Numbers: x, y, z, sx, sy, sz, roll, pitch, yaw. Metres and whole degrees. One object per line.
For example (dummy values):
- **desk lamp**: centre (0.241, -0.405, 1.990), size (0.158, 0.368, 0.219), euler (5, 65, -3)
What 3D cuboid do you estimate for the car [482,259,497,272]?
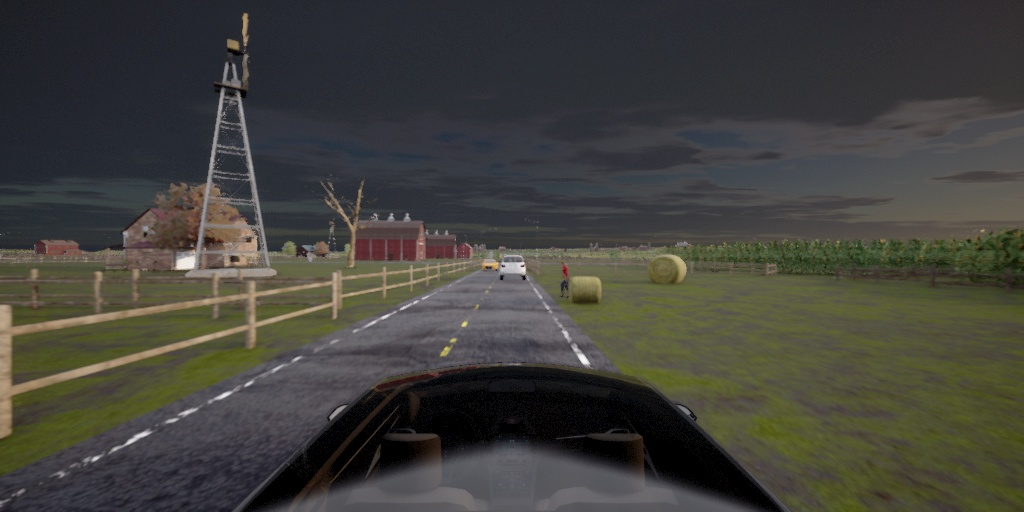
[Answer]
- **car**: centre (-2.839, 1.183, 46.545), size (1.882, 1.535, 5.008), euler (0, 0, 0)

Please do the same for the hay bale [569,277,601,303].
- **hay bale**: centre (3.120, 1.388, 15.514), size (1.220, 1.180, 1.240), euler (0, 0, 0)

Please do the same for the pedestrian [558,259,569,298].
- **pedestrian**: centre (2.415, 1.028, 16.643), size (0.375, 1.860, 0.375), euler (-1, 1, 4)

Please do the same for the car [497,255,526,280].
- **car**: centre (0.061, 0.942, 31.207), size (2.150, 2.045, 5.566), euler (0, 0, 0)
